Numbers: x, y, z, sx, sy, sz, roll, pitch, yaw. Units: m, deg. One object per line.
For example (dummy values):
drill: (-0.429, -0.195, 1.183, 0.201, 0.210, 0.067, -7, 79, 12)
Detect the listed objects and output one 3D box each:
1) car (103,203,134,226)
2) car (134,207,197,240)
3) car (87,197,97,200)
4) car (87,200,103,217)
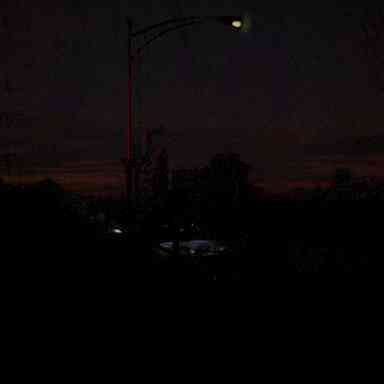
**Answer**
car: (-5.277, 1.681, 25.724, 1.882, 1.535, 5.008, 0, -1, -25)
car: (-1.382, 1.655, 17.656, 1.994, 1.385, 4.181, 0, -1, -26)
car: (-23.876, 2.165, 79.618, 2.150, 2.045, 5.566, 0, -1, -18)
car: (-10.117, 1.899, 36.259, 2.033, 1.411, 5.357, 0, -1, -24)
